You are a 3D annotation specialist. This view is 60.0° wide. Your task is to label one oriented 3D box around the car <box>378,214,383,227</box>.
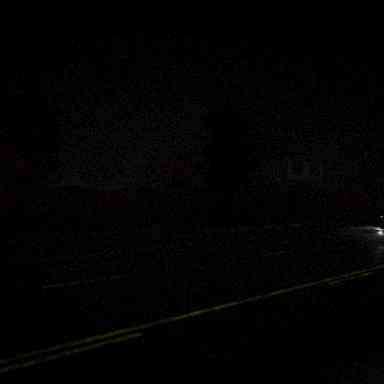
[{"bbox_3d":[14.900,1.718,23.214,4.674,1.442,1.812,1,0,-35],"label":"car"}]
